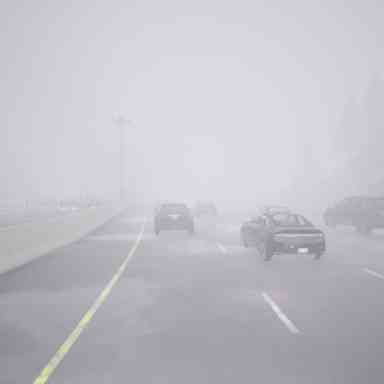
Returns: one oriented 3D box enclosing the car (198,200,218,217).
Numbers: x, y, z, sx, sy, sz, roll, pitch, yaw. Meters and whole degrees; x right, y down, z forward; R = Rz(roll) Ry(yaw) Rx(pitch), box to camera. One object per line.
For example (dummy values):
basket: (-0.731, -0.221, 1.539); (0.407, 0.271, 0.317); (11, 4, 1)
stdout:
car: (1.123, 1.489, 30.710); (2.128, 1.511, 4.902); (0, 0, -7)

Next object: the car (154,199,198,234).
car: (-1.105, 1.355, 19.340); (2.097, 1.767, 4.553); (0, 0, -6)

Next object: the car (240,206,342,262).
car: (3.055, 1.485, 12.064); (2.128, 1.511, 4.902); (0, 0, -4)

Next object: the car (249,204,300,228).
car: (5.555, 1.589, 22.997); (1.895, 1.301, 4.718); (0, 0, -6)

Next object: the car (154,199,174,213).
car: (-3.299, 1.555, 38.181); (2.033, 1.411, 5.357); (0, 0, -7)

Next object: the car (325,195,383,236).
car: (9.542, 1.200, 18.577); (2.150, 2.045, 5.566); (0, 0, -6)
